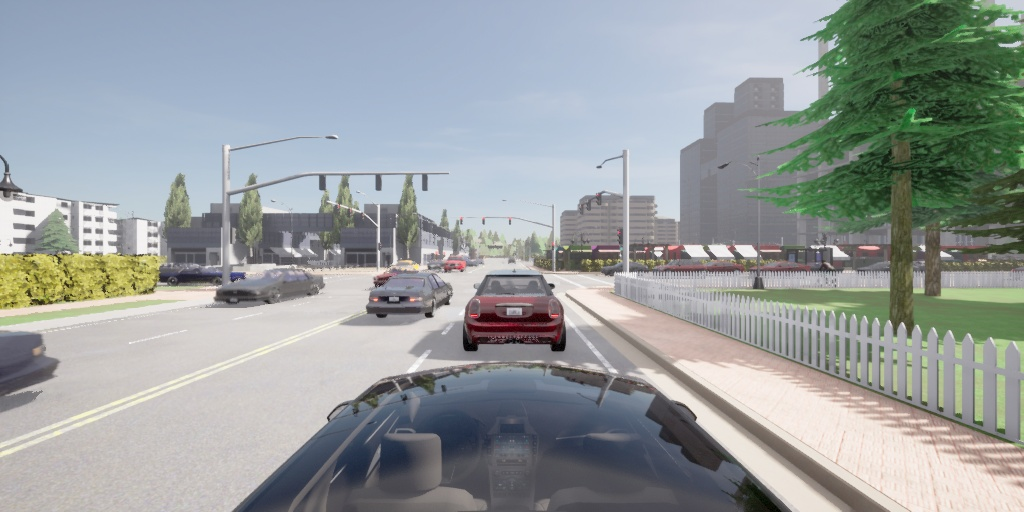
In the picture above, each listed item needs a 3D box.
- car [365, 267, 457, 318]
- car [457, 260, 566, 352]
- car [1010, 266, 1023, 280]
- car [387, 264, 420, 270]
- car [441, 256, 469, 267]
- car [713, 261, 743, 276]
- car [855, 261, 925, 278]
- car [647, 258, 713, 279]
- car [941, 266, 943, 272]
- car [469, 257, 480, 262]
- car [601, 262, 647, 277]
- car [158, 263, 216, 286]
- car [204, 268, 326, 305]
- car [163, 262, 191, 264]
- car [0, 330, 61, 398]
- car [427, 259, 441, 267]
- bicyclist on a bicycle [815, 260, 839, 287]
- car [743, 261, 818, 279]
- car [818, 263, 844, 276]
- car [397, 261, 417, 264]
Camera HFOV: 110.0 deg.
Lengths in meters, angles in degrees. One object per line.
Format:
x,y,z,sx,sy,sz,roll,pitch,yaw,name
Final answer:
-3.421,1.297,12.947,2.033,1.411,5.357,0,0,0,car
0.062,1.102,9.112,2.097,1.767,4.553,0,0,0,car
43.873,1.314,29.428,4.181,1.385,1.994,0,0,-3,car
-7.107,1.351,22.702,1.895,1.301,4.718,0,0,0,car
-6.980,0.971,44.135,2.150,2.045,5.566,0,0,-2,car
20.548,1.228,36.006,5.008,1.535,1.882,0,0,-1,car
34.347,1.255,32.842,4.892,1.490,1.837,0,0,-1,car
15.072,1.102,32.364,4.553,1.767,2.097,0,0,-1,car
40.671,1.242,36.480,4.902,1.511,2.128,0,0,-1,car
-7.090,1.314,62.555,1.994,1.385,4.181,0,0,0,car
11.223,1.276,35.750,4.674,1.442,1.812,0,0,-1,car
-20.886,1.351,24.358,4.718,1.301,1.895,0,0,-1,car
-10.605,1.297,16.319,2.033,1.411,5.357,0,0,0,car
-25.396,1.242,27.753,4.902,1.511,2.128,0,0,-2,car
-7.101,1.297,2.419,2.033,1.411,5.357,0,0,0,car
-10.611,1.242,50.579,2.128,1.511,4.902,0,0,0,car
18.787,1.052,21.472,0.582,1.620,1.656,0,0,-1,bicyclist on a bicycle
24.285,1.228,32.596,5.008,1.535,1.882,0,0,-1,car
30.446,1.351,36.253,4.718,1.301,1.895,0,0,-1,car
-10.611,1.228,35.748,1.882,1.535,5.008,0,1,0,car
